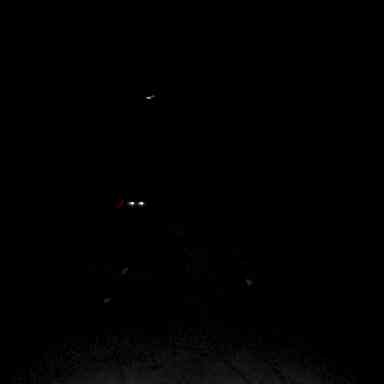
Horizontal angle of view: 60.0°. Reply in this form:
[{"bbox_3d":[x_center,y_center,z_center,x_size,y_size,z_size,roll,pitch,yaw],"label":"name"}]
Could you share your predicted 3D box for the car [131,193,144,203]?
[{"bbox_3d":[-8.766,0.942,53.325,1.812,1.442,4.674,1,-1,-10],"label":"car"}]
